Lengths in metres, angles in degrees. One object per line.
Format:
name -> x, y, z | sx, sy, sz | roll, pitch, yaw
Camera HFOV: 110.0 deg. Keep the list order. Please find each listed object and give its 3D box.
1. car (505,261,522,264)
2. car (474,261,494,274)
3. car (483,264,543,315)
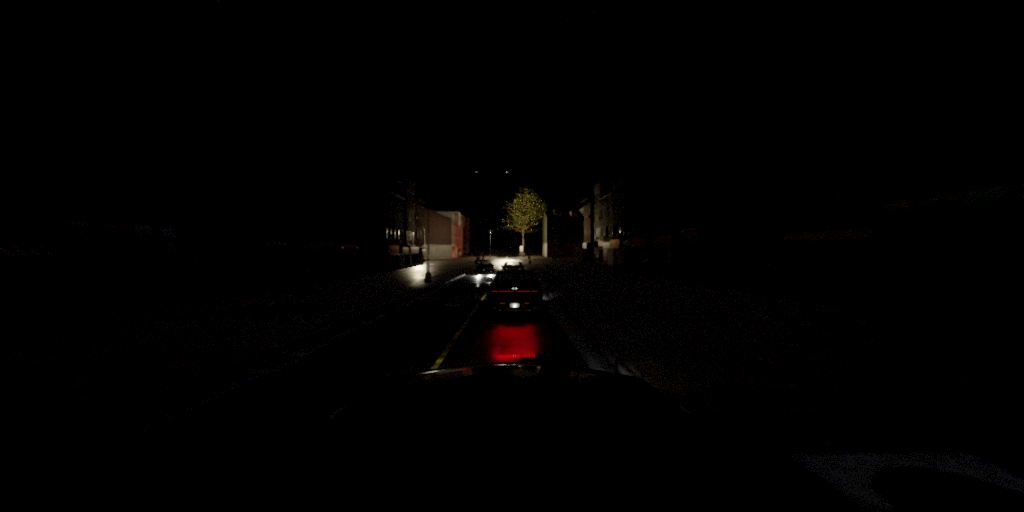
car -> 0.090, 1.187, 29.838 | 2.128, 1.511, 4.902 | 0, 0, 0
car -> -2.844, 1.211, 38.221 | 1.994, 1.385, 4.181 | 0, 1, 0
car -> 0.091, 1.236, 13.370 | 1.837, 1.490, 4.892 | 0, 1, 0
